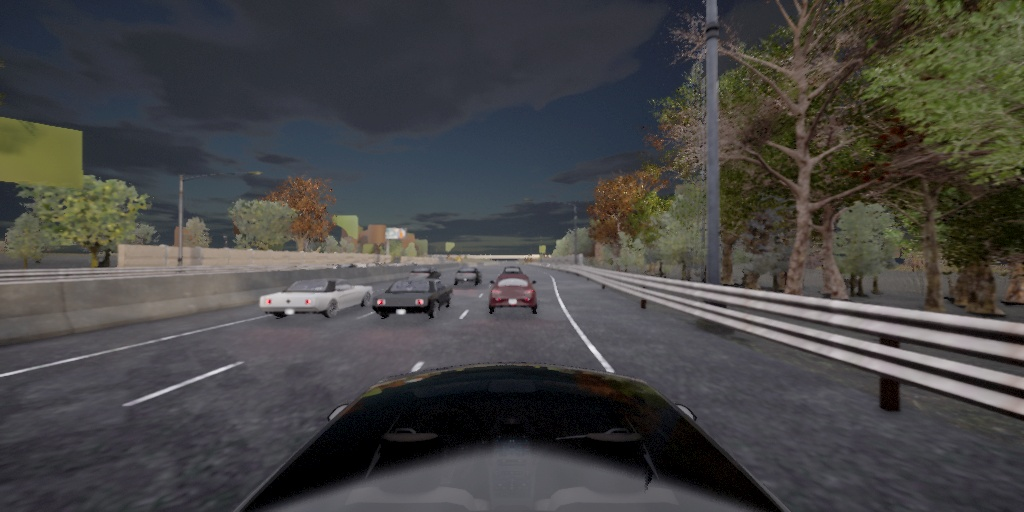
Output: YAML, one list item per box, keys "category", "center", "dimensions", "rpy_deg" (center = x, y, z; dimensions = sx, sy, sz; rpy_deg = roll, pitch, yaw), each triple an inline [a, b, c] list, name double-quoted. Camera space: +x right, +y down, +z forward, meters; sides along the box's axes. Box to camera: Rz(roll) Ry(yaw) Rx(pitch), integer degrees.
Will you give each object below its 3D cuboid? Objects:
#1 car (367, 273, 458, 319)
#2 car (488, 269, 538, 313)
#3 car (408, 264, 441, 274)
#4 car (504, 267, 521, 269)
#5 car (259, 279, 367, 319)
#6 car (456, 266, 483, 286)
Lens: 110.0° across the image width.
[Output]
- category: "car"
  center: [-3.461, 1.497, 13.479]
  dimensions: [1.895, 1.301, 4.718]
  rpy_deg: [0, -1, 0]
- category: "car"
  center: [0.048, 1.438, 14.788]
  dimensions: [1.812, 1.442, 4.674]
  rpy_deg: [0, -1, 0]
- category: "car"
  center: [-6.959, 1.586, 29.083]
  dimensions: [2.128, 1.511, 4.902]
  rpy_deg: [0, -1, 0]
- category: "car"
  center: [0.042, 1.601, 29.101]
  dimensions: [1.837, 1.490, 4.892]
  rpy_deg: [0, 0, 0]
- category: "car"
  center: [-6.962, 1.496, 13.489]
  dimensions: [1.895, 1.301, 4.718]
  rpy_deg: [0, -1, 0]
- category: "car"
  center: [-3.459, 1.587, 29.081]
  dimensions: [2.128, 1.511, 4.902]
  rpy_deg: [0, -1, 0]
